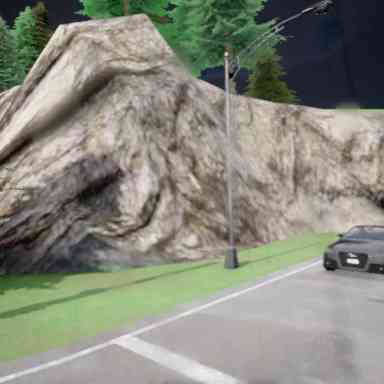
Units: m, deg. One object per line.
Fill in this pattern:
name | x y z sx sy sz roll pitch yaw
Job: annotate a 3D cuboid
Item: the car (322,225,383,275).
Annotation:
car | 5.915 1.799 10.931 1.994 1.385 4.181 -3 -2 43
